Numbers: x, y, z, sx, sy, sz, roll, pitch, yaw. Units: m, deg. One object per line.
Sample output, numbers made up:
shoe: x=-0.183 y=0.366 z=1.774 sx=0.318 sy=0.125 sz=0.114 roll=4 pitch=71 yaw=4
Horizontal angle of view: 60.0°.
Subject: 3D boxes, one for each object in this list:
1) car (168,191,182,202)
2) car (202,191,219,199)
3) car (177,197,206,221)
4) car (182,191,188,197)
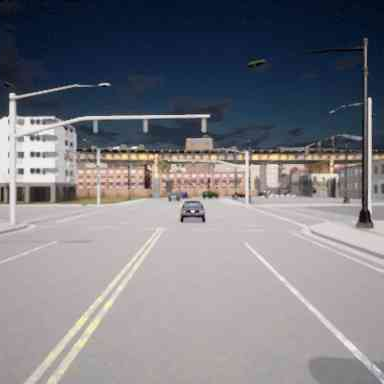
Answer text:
car: x=-3.571 y=0.854 z=65.834 sx=2.150 sy=2.045 sz=5.566 roll=0 pitch=0 yaw=0
car: x=4.876 y=0.732 z=88.818 sx=2.150 sy=2.045 sz=5.566 roll=0 pitch=0 yaw=39
car: x=0.059 y=1.374 z=25.341 sx=2.033 sy=1.411 sz=5.357 roll=0 pitch=0 yaw=0
car: x=-2.632 y=0.770 z=81.858 sx=2.150 sy=2.045 sz=5.566 roll=0 pitch=0 yaw=15
